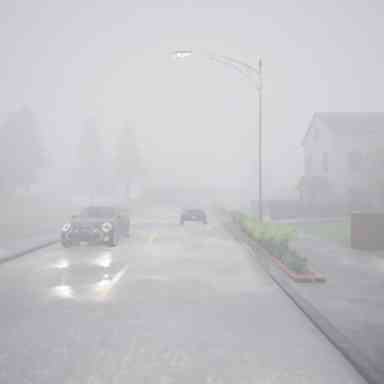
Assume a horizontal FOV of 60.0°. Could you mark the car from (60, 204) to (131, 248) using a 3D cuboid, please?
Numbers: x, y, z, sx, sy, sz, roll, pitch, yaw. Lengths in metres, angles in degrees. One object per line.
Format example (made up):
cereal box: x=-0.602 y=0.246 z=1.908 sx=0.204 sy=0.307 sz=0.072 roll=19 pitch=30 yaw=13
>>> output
car: x=-4.089 y=1.355 z=14.818 sx=2.097 sy=1.767 sz=4.553 roll=0 pitch=0 yaw=0

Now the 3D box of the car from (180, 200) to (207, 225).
car: x=0.111 y=1.531 z=24.334 sx=1.812 sy=1.442 sz=4.674 roll=0 pitch=0 yaw=0
